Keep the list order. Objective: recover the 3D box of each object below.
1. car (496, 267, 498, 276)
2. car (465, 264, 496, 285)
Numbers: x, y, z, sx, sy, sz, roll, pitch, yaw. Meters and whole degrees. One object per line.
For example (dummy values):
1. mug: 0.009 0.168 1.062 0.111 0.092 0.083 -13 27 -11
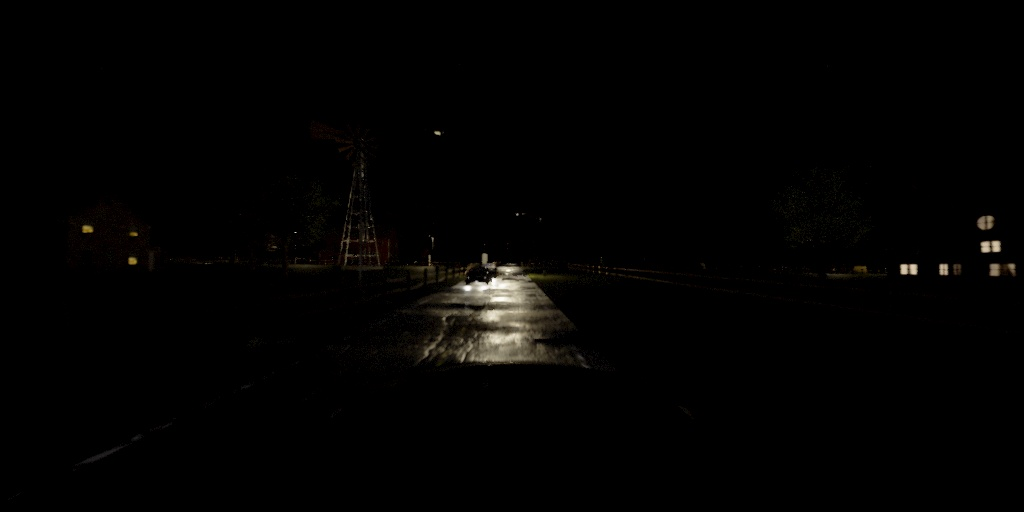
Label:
1. car: -2.671 1.653 41.350 2.128 1.511 4.902 0 -1 0
2. car: -2.694 1.585 29.876 2.033 1.411 5.357 0 -1 0
